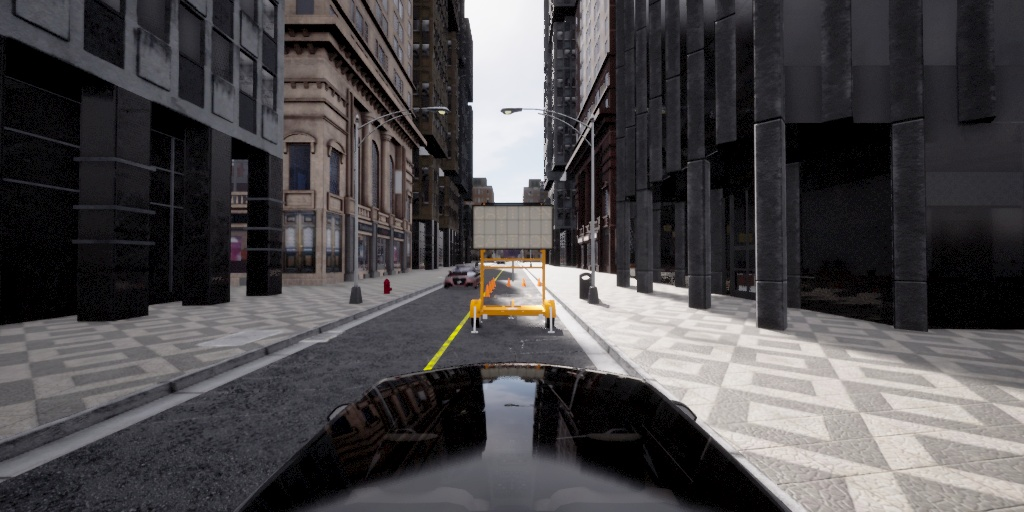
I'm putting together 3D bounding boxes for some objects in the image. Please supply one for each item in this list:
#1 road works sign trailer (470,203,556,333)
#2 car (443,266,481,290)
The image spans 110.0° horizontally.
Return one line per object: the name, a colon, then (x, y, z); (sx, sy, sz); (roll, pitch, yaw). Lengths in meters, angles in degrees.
road works sign trailer: (0.027, 0.217, 10.723); (2.380, 3.560, 2.880); (0, 0, 0)
car: (-3.037, 1.323, 22.720); (1.994, 1.385, 4.181); (0, 0, 0)
